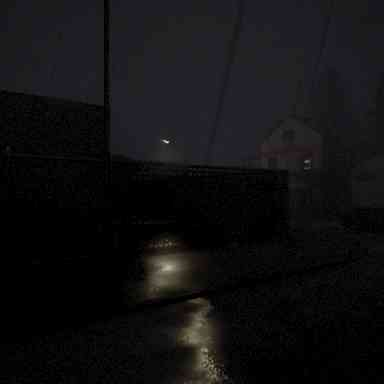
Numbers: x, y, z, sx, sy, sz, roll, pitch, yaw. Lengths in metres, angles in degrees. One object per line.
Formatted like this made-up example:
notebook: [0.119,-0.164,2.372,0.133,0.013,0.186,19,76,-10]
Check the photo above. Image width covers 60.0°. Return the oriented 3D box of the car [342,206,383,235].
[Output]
car: [9.824,1.505,16.516,1.837,1.490,4.892,1,-1,-24]
